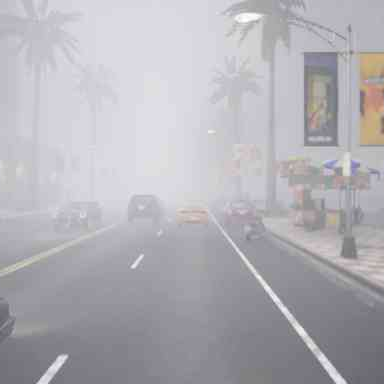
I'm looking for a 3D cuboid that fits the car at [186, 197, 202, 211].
[{"bbox_3d":[0.286,1.418,40.879,1.882,1.535,5.008,0,0,1],"label":"car"}]

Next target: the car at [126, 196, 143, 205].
[{"bbox_3d":[-10.109,1.435,59.093,2.128,1.511,4.902,0,0,1],"label":"car"}]

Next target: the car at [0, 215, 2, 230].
[{"bbox_3d":[-10.593,1.468,14.982,2.128,1.511,4.902,0,0,0],"label":"car"}]

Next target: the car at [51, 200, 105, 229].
[{"bbox_3d":[-7.083,1.320,21.069,2.097,1.767,4.553,0,0,0],"label":"car"}]

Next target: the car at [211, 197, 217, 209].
[{"bbox_3d":[3.421,1.449,44.630,2.161,1.482,4.786,0,0,0],"label":"car"}]

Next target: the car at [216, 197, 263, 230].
[{"bbox_3d":[3.105,1.322,22.700,2.185,1.767,4.553,0,0,0],"label":"car"}]

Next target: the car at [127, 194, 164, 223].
[{"bbox_3d":[-3.382,1.185,25.024,2.150,2.045,5.566,0,0,0],"label":"car"}]

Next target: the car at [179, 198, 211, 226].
[{"bbox_3d":[0.105,1.444,22.963,1.882,1.535,5.008,0,0,0],"label":"car"}]

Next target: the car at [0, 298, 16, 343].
[{"bbox_3d":[-3.400,1.544,2.208,2.033,1.411,5.357,0,0,0],"label":"car"}]
